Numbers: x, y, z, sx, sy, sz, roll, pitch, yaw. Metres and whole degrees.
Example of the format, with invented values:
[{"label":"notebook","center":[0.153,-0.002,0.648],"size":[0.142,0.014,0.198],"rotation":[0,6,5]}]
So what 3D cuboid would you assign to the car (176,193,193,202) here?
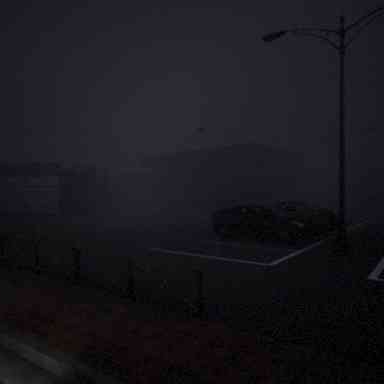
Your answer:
[{"label":"car","center":[-1.752,1.275,74.758],"size":[1.905,1.878,3.866],"rotation":[0,0,36]}]

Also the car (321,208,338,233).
[{"label":"car","center":[4.851,1.325,17.410],"size":[5.027,1.636,2.152],"rotation":[0,0,36]}]

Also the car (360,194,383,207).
[{"label":"car","center":[24.979,1.354,45.131],"size":[3.806,1.475,1.970],"rotation":[0,0,36]}]

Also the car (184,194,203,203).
[{"label":"car","center":[0.271,1.446,67.919],"size":[2.242,1.667,4.611],"rotation":[0,0,36]}]

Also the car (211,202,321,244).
[{"label":"car","center":[3.046,1.334,14.844],"size":[4.514,1.523,2.007],"rotation":[0,0,36]}]
